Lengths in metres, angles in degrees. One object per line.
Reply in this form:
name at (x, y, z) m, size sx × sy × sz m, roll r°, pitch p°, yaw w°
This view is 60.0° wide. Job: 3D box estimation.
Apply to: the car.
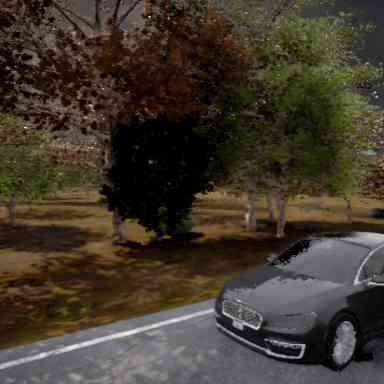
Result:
car at (2.620, 1.494, 5.720) m, size 4.892 × 1.490 × 1.837 m, roll 0°, pitch 0°, yaw -34°
